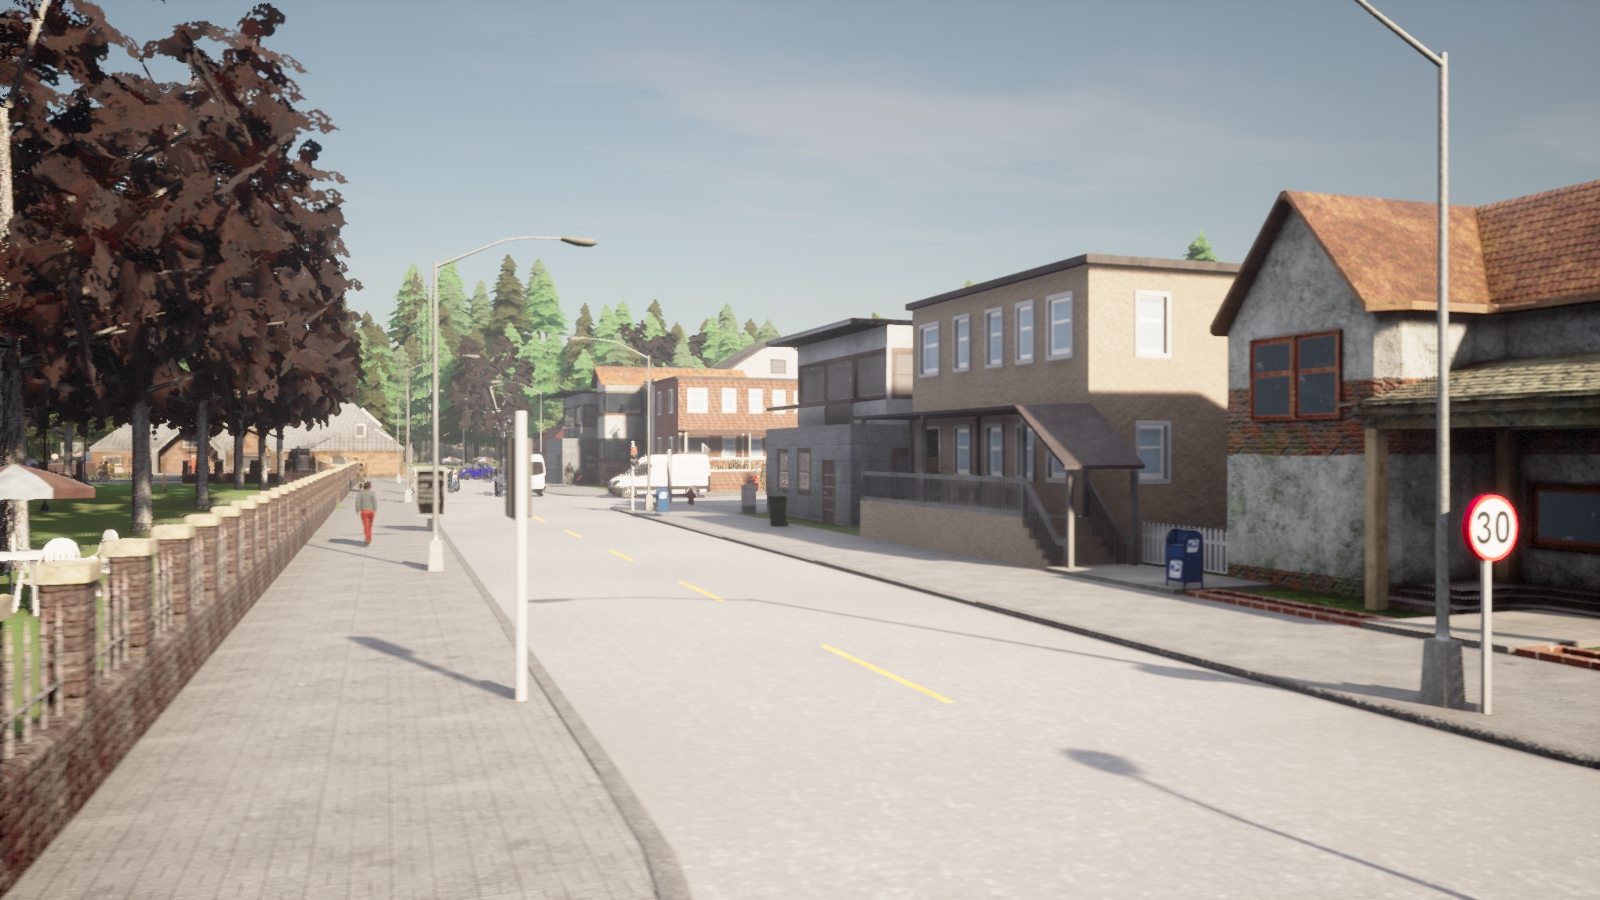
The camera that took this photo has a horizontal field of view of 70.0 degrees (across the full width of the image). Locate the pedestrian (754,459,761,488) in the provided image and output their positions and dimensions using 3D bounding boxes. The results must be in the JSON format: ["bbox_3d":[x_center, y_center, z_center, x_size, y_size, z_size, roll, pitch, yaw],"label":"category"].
[{"bbox_3d":[-2.750,1.517,74.043,0.375,1.860,0.375,0,0,-19],"label":"pedestrian"}]

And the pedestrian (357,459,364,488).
[{"bbox_3d":[-28.379,1.525,73.793,0.375,1.860,0.375,0,0,-20],"label":"pedestrian"}]

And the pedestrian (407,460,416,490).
[{"bbox_3d":[-23.635,1.525,69.477,0.375,1.860,0.375,0,0,6],"label":"pedestrian"}]

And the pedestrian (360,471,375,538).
[{"bbox_3d":[-12.145,1.525,32.076,0.375,1.860,0.375,0,0,-18],"label":"pedestrian"}]

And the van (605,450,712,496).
[{"bbox_3d":[-8.237,1.316,66.523,5.915,2.561,1.988,0,0,-18],"label":"van"}]

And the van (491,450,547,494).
[{"bbox_3d":[-17.436,1.315,70.742,1.988,2.561,5.915,0,0,-28],"label":"van"}]

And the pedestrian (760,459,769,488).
[{"bbox_3d":[-2.283,1.519,73.654,0.375,1.860,0.375,0,0,44],"label":"pedestrian"}]
